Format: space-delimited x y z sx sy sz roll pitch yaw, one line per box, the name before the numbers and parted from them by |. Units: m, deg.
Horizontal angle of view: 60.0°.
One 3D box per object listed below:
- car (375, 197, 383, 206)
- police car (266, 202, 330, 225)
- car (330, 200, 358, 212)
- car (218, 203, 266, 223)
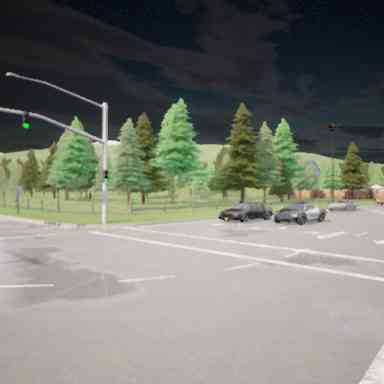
car | 30.151 1.472 51.987 1.882 1.535 5.008 0 0 44
police car | 7.709 1.494 23.865 2.038 1.542 4.974 0 0 45
car | 17.998 1.585 39.608 1.895 1.301 4.718 0 0 44
car | 4.282 1.525 25.488 2.033 1.411 5.357 0 0 44
